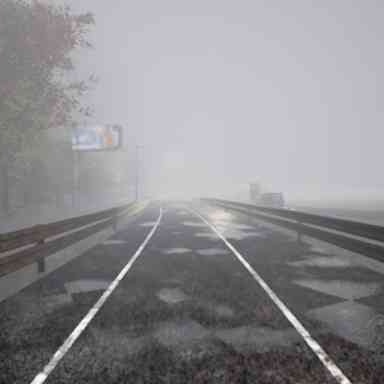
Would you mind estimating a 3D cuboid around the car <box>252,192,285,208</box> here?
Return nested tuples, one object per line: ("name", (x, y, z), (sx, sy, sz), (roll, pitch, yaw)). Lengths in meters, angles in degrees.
("car", (10.165, 1.087, 44.665), (2.150, 2.045, 5.566), (0, 0, -19))

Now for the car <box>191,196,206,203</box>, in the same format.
("car", (1.375, 1.525, 70.209), (1.895, 1.301, 4.718), (0, 0, -19))
